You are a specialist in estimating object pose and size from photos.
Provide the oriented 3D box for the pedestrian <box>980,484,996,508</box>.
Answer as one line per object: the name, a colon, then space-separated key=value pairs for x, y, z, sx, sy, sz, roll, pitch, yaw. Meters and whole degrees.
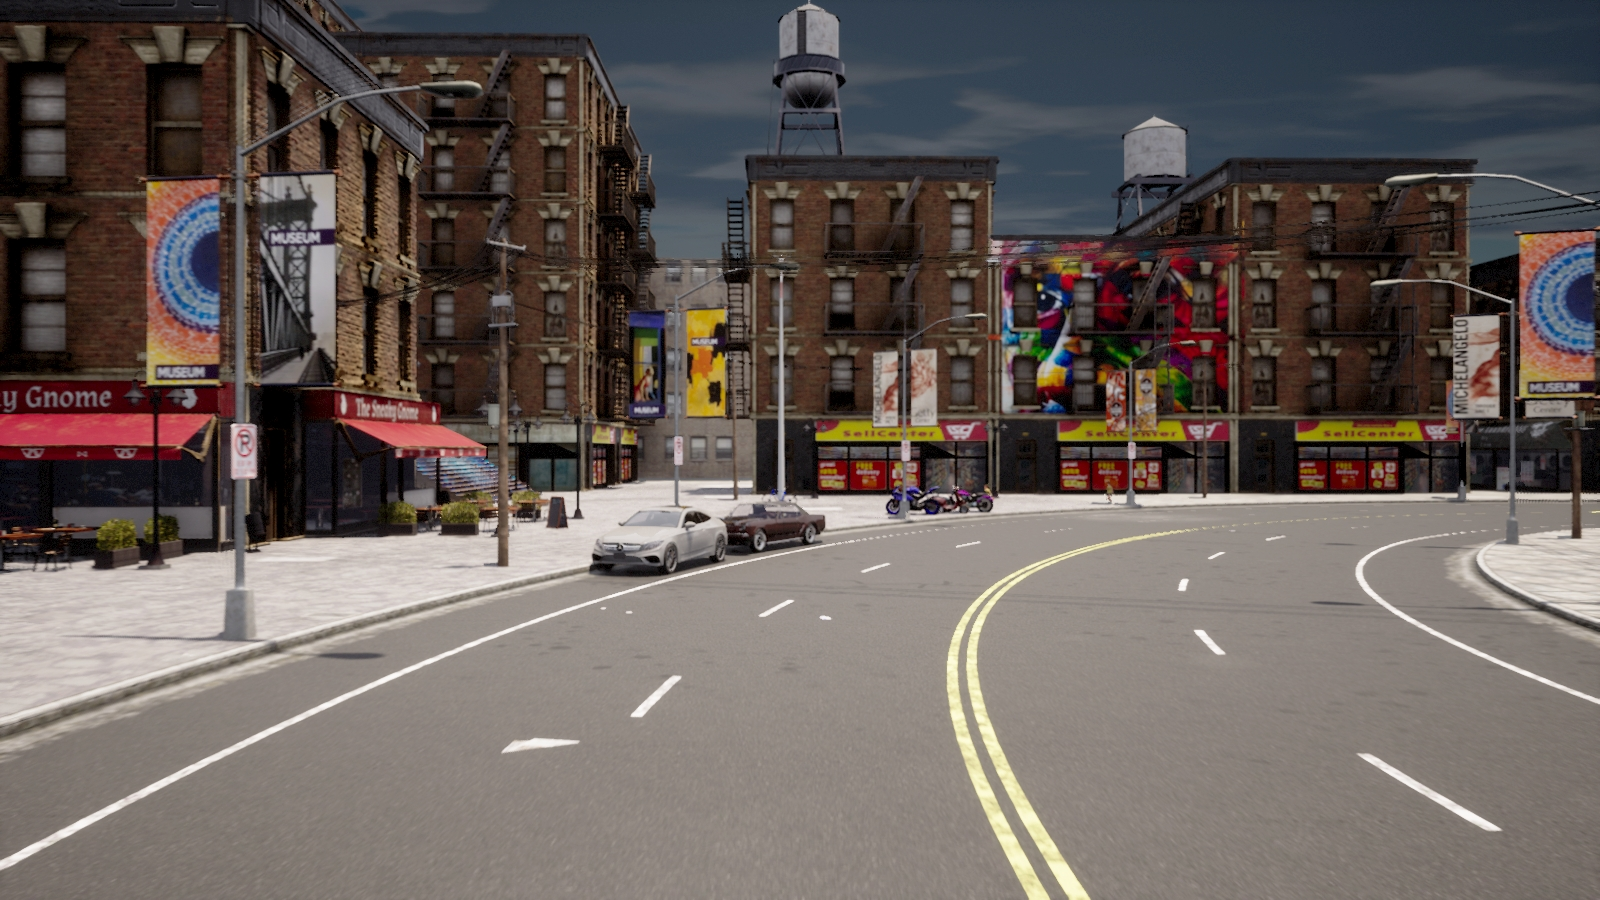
pedestrian: x=8.484 y=2.076 z=51.657 sx=0.500 sy=1.100 sz=0.500 roll=0 pitch=0 yaw=-35

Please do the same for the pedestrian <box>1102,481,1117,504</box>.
pedestrian: x=15.197 y=2.076 z=56.023 sx=0.500 sy=1.100 sz=0.500 roll=0 pitch=0 yaw=-33
